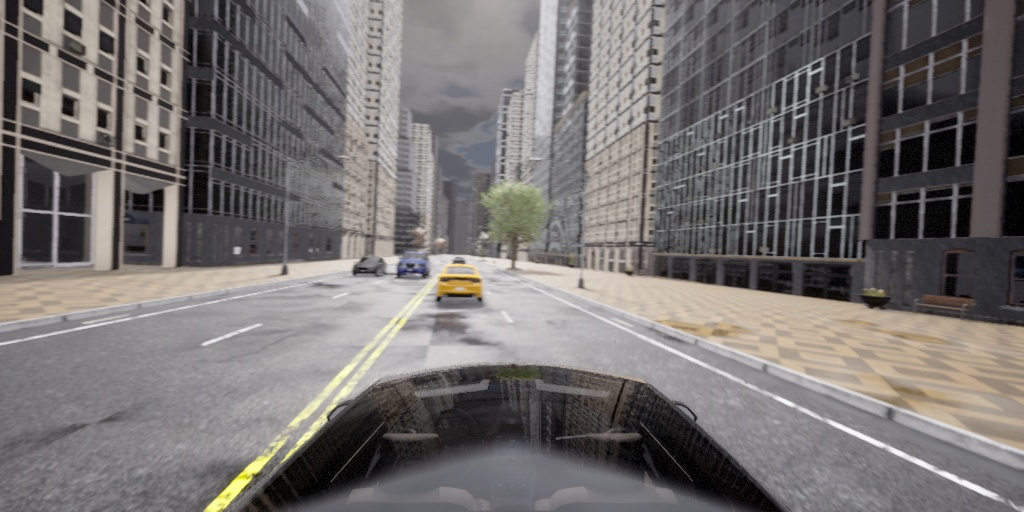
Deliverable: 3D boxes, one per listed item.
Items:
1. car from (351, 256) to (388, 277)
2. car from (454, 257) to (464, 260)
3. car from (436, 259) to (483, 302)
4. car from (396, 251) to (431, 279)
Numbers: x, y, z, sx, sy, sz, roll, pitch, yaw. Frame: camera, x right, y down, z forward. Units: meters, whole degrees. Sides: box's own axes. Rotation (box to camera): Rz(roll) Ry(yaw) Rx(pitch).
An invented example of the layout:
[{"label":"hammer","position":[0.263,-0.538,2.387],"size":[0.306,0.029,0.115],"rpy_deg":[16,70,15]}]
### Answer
[{"label":"car","position":[-10.802,0.771,27.523],"size":[1.837,1.490,4.892],"rpy_deg":[2,0,-8]},{"label":"car","position":[-7.082,0.916,47.758],"size":[1.837,1.490,4.892],"rpy_deg":[2,0,-9]},{"label":"car","position":[-2.385,1.113,16.422],"size":[1.882,1.535,5.008],"rpy_deg":[2,0,-9]},{"label":"car","position":[-7.597,0.626,28.132],"size":[2.150,2.045,5.566],"rpy_deg":[2,0,-8]}]
